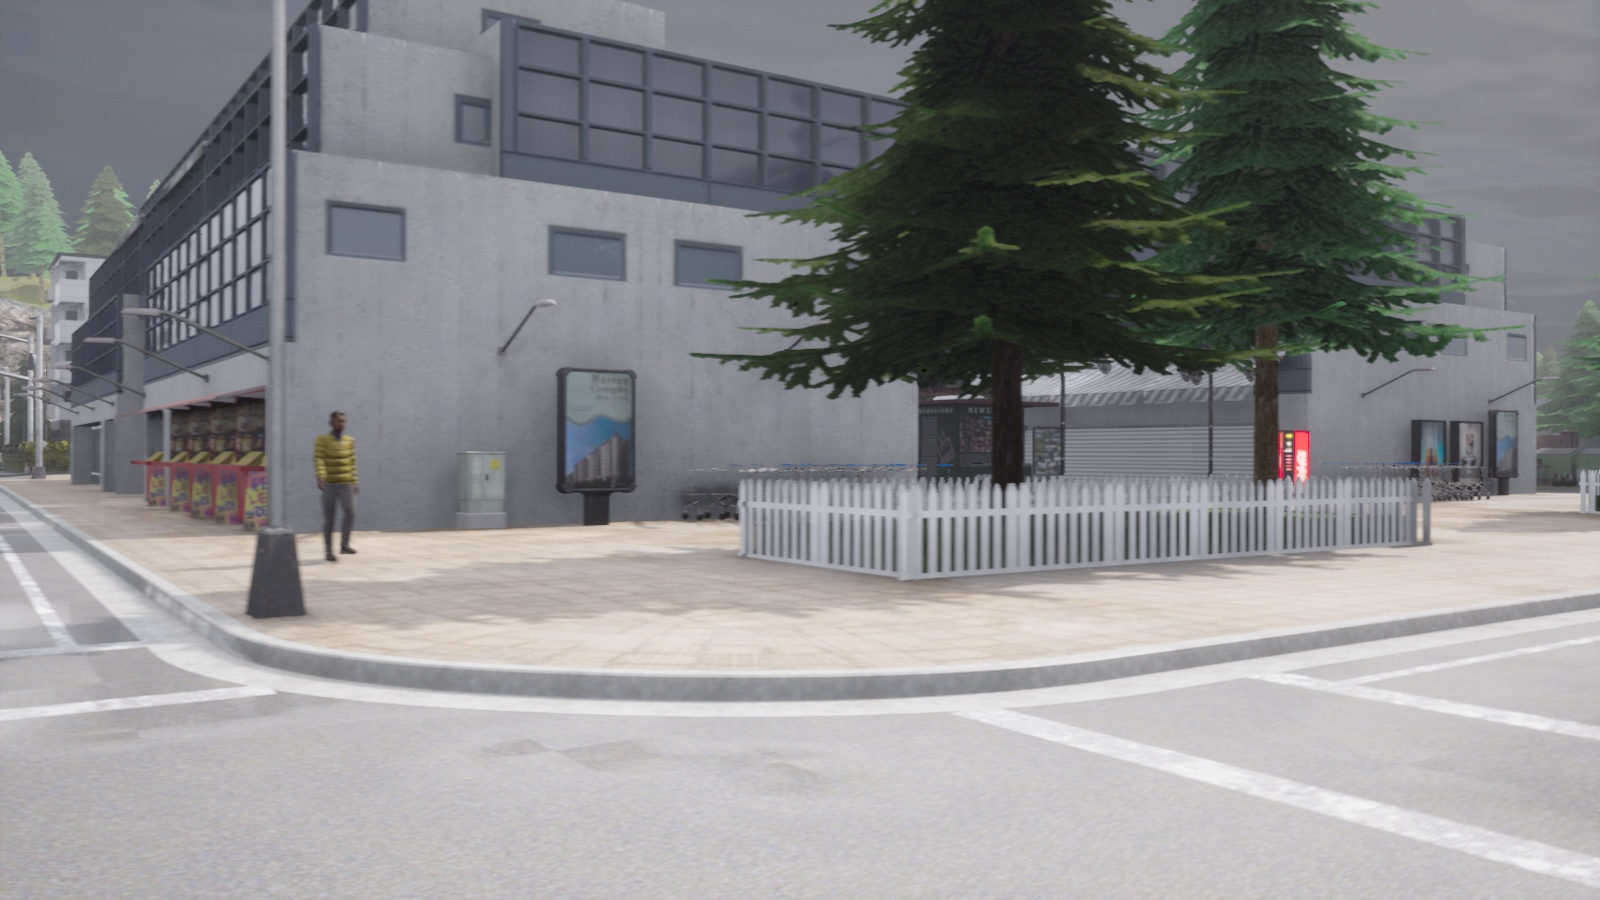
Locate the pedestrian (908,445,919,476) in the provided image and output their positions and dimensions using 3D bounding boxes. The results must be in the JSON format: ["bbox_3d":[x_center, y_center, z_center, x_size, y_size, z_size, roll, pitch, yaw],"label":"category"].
[{"bbox_3d":[6.798,0.633,74.957,0.345,1.836,0.594,0,0,-36],"label":"pedestrian"}]

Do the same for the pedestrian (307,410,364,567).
[{"bbox_3d":[-5.593,0.450,15.115,0.431,1.840,0.709,0,0,-41],"label":"pedestrian"}]
